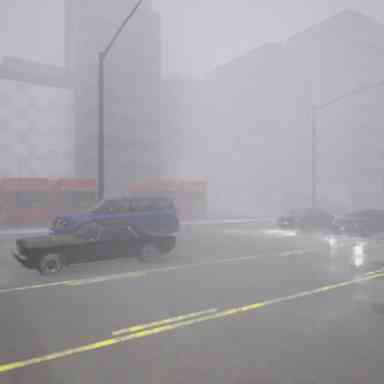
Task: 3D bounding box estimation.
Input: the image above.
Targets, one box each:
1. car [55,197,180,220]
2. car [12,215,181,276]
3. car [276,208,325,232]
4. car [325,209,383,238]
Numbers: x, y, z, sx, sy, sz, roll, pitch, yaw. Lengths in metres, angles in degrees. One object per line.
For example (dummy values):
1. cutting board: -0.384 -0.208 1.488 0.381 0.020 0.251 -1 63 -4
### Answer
1. car: -3.137 1.232 14.475 5.566 2.045 2.150 1 0 -34
2. car: -2.941 1.603 10.403 4.718 1.301 1.895 1 0 -33
3. car: 7.408 1.722 21.427 4.181 1.385 1.994 1 0 -33
4. car: 9.928 1.700 18.931 4.674 1.442 1.812 1 -1 -33
